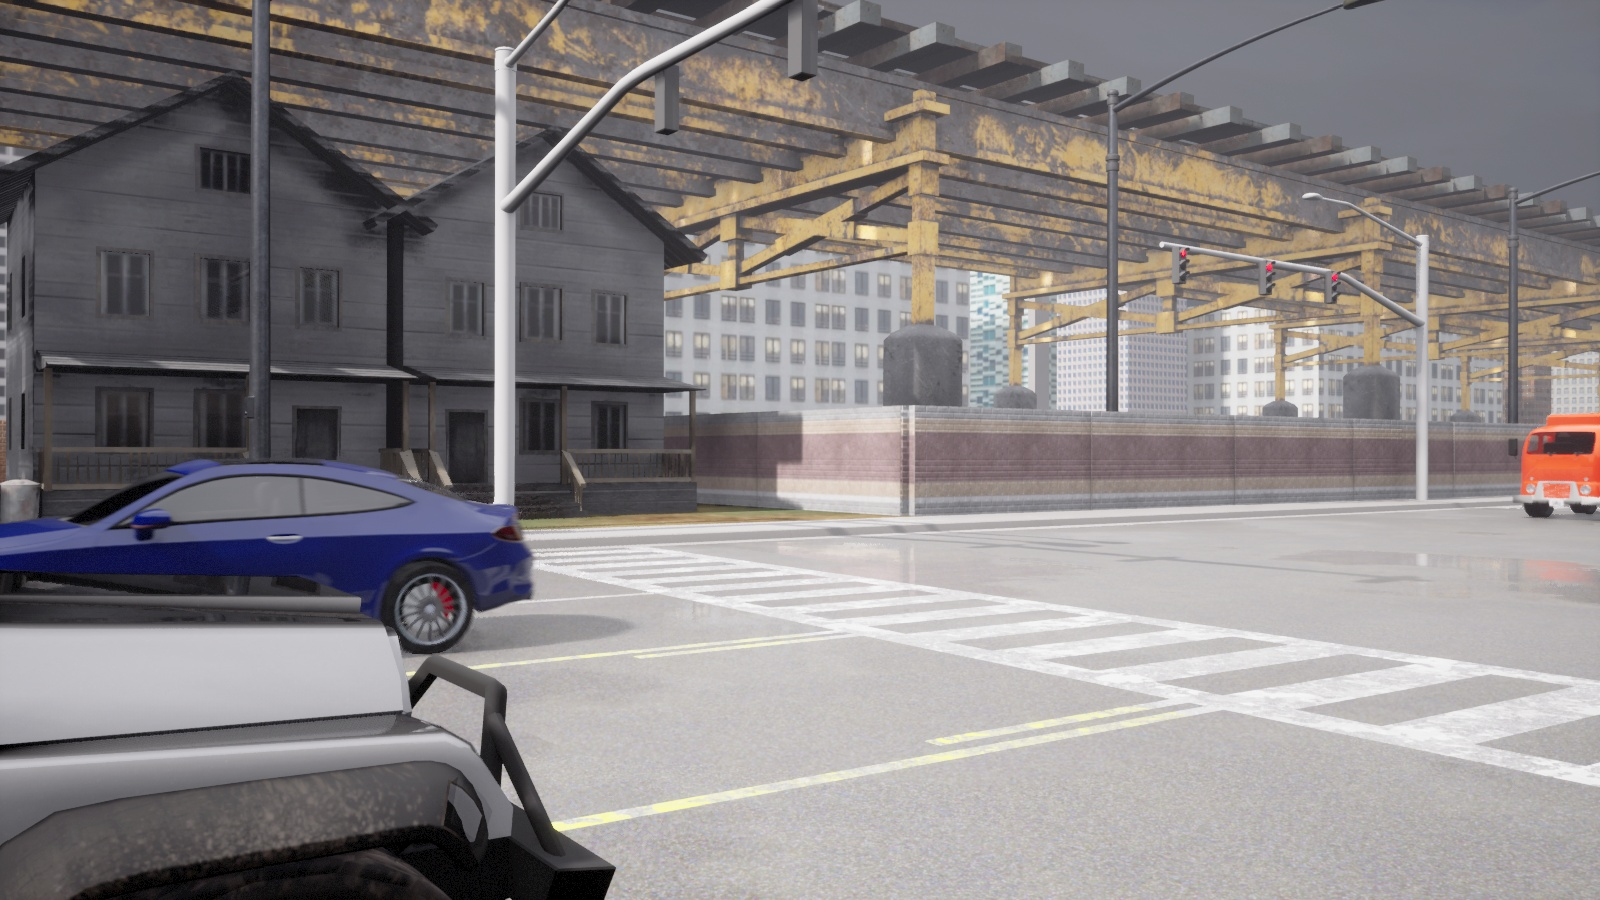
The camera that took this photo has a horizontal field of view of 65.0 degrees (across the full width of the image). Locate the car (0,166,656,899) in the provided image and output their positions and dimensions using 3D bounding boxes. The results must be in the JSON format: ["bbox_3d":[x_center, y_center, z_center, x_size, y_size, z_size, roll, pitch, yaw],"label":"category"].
[{"bbox_3d":[-2.398,0.551,1.999,3.866,1.878,1.905,0,0,-34],"label":"car"}]

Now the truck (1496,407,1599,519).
[{"bbox_3d":[19.163,0.290,29.783,5.204,2.467,2.627,0,0,-35],"label":"truck"}]

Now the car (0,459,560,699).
[{"bbox_3d":[-4.303,0.802,9.191,4.674,1.442,1.812,0,0,-35],"label":"car"}]
